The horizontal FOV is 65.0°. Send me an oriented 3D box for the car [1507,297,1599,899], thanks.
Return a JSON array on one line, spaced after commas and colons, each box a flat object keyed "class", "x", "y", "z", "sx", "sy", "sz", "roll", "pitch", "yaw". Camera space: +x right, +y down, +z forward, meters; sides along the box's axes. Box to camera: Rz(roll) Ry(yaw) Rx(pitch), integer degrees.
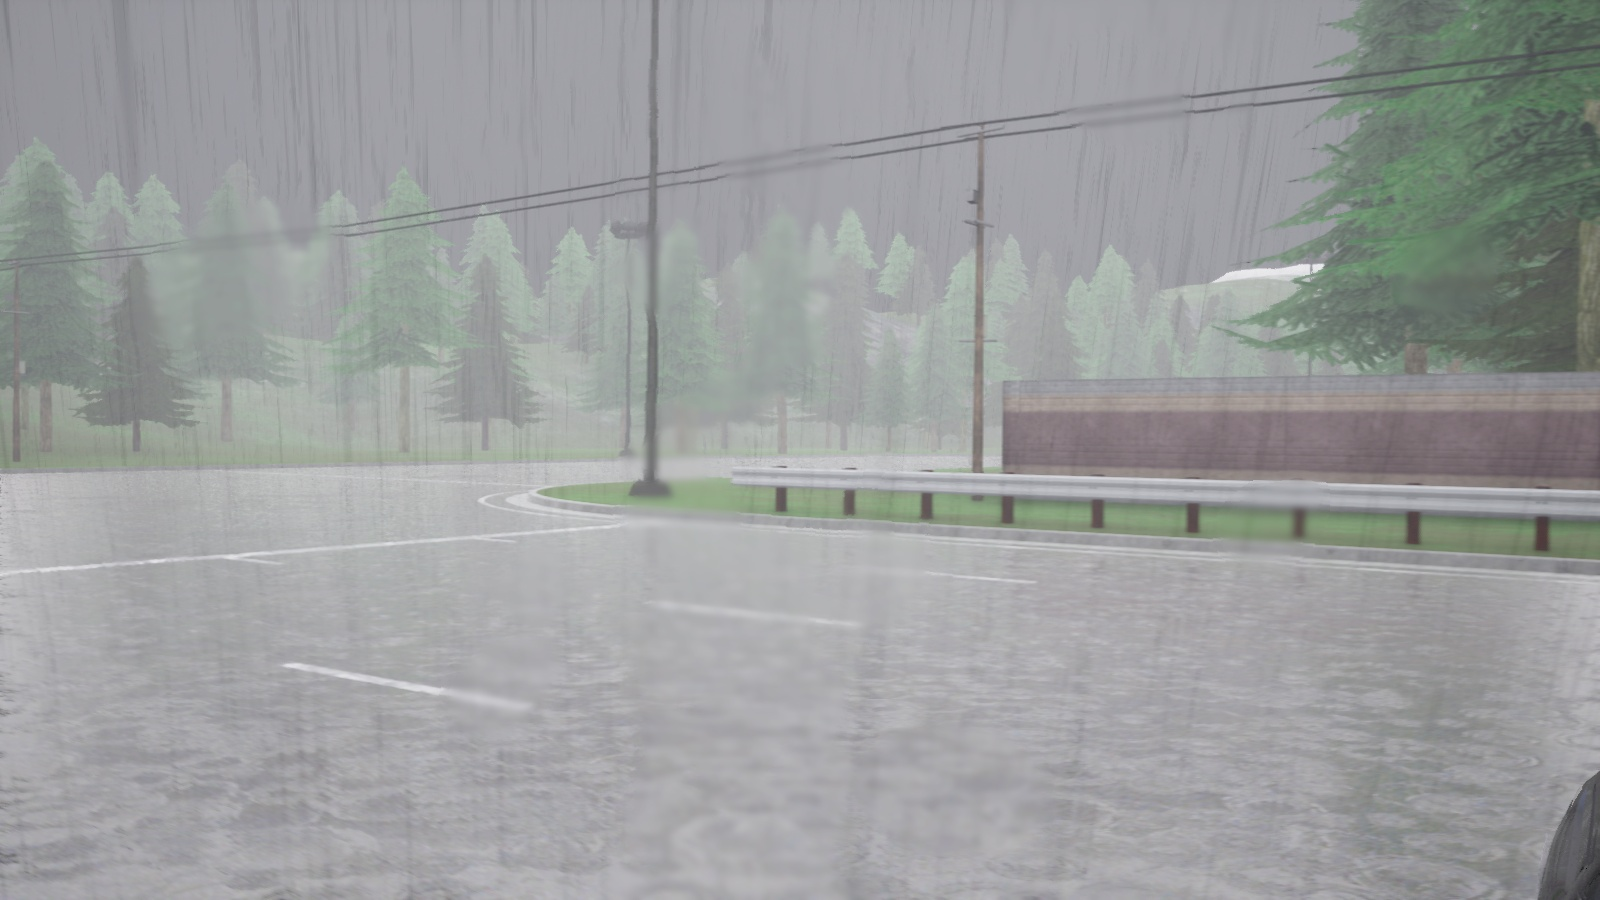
[{"class": "car", "x": 3.202, "y": 0.580, "z": 1.494, "sx": 3.988, "sy": 1.617, "sz": 1.851, "roll": 0, "pitch": 1, "yaw": 34}]
